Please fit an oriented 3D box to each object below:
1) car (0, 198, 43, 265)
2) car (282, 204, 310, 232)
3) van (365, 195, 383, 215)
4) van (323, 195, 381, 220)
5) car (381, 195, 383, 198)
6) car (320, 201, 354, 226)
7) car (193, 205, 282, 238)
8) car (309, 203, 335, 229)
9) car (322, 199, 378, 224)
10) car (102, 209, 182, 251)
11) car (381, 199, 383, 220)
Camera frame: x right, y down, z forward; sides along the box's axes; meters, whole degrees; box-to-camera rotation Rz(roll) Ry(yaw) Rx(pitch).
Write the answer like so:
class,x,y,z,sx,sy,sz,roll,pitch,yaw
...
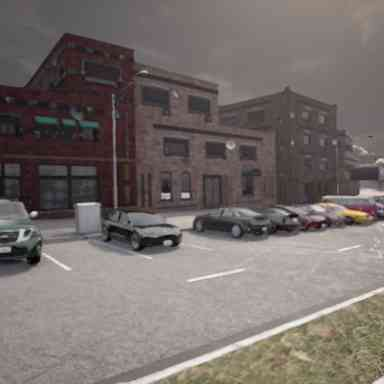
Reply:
class,x,y,z,sx,sy,sz,roll,pitch,yaw
car,-6.725,1.245,11.324,2.435,2.045,5.566,0,0,-36
car,4.128,1.573,19.822,2.163,1.488,4.792,0,0,-39
van,20.450,1.333,34.152,1.878,1.987,4.442,0,0,-43
van,12.370,1.343,26.983,1.878,1.987,4.442,0,0,-42
car,18.360,1.315,32.366,2.435,2.045,5.566,0,0,-43
car,8.331,1.600,23.306,2.002,1.452,4.674,0,0,-40
car,2.029,1.534,18.073,2.231,1.521,4.892,0,0,-38
car,6.266,1.582,21.518,2.163,1.488,4.792,0,0,-40
car,10.520,1.561,24.948,1.946,1.575,5.366,0,0,-41
car,-2.351,1.536,14.601,2.163,1.488,4.792,0,0,-37
car,14.467,1.610,28.708,2.002,1.452,4.674,0,0,-42
